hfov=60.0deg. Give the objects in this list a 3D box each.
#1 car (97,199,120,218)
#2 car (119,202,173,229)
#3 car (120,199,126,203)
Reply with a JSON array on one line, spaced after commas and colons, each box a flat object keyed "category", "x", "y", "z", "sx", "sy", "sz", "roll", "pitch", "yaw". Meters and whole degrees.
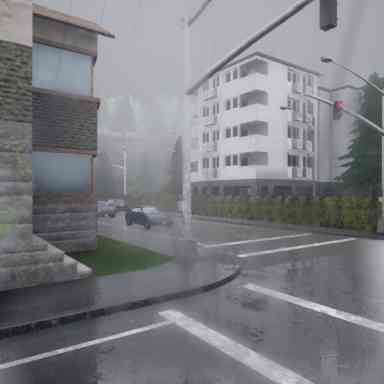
[{"category": "car", "x": -8.910, "y": 1.528, "z": 31.450, "sx": 2.097, "sy": 1.767, "sz": 4.553, "roll": 0, "pitch": 0, "yaw": -35}, {"category": "car", "x": -3.128, "y": 1.702, "z": 23.316, "sx": 1.812, "sy": 1.442, "sz": 4.674, "roll": 0, "pitch": 0, "yaw": -36}, {"category": "car", "x": -8.777, "y": 1.528, "z": 37.599, "sx": 2.097, "sy": 1.767, "sz": 4.553, "roll": 0, "pitch": 0, "yaw": -35}]
